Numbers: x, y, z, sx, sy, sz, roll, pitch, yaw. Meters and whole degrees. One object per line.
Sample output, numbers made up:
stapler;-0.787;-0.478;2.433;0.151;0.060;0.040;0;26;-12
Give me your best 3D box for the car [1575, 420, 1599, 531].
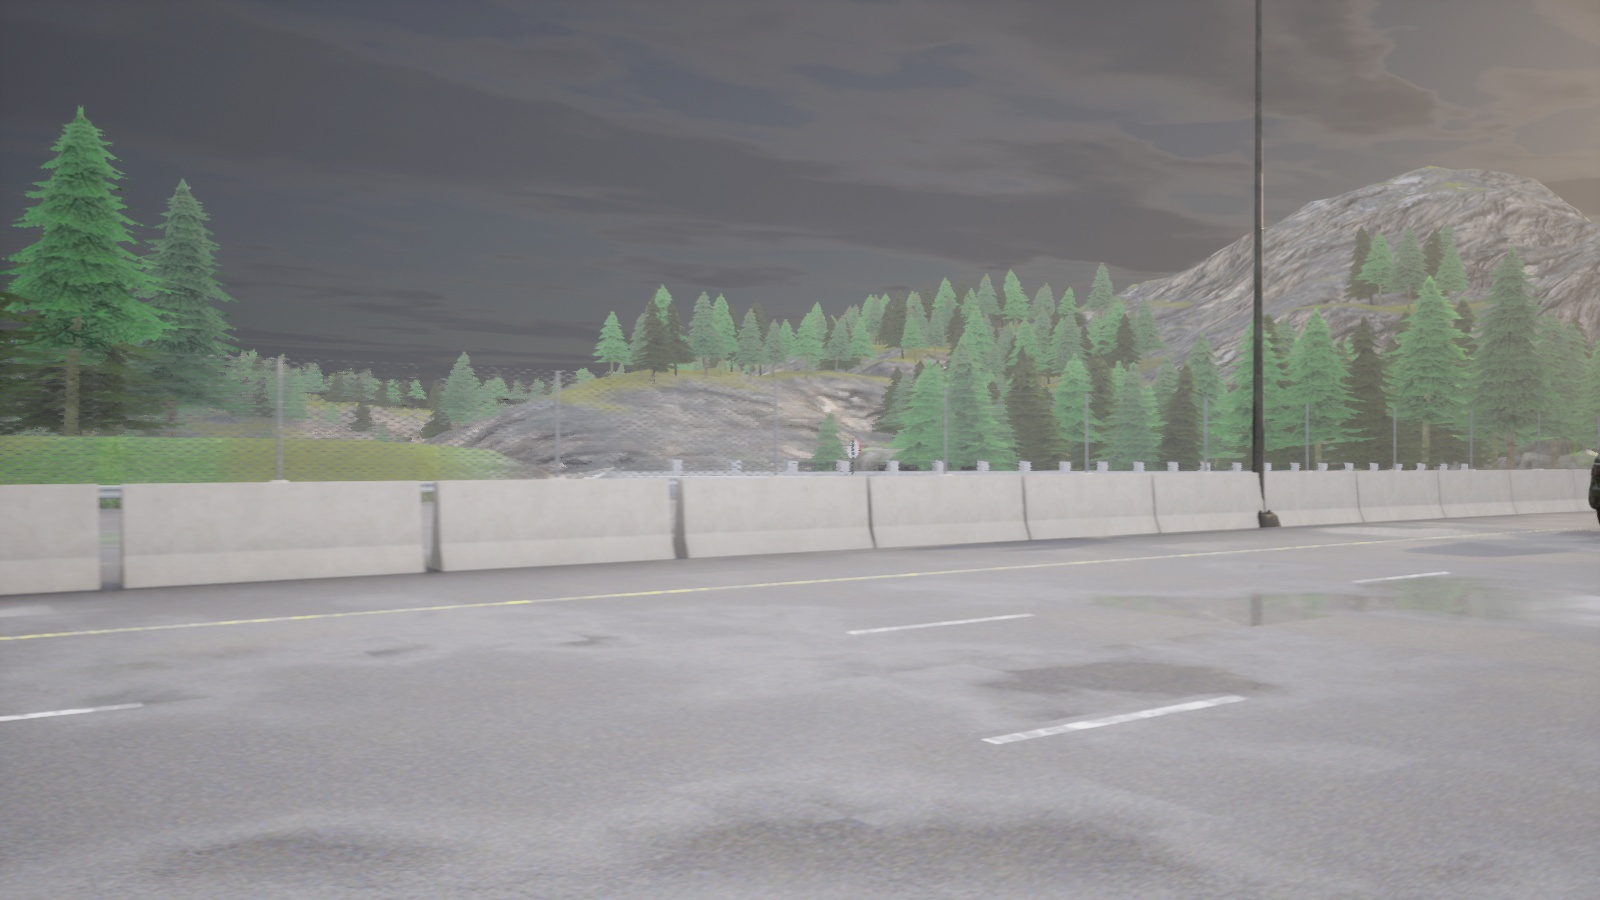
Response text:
car;17.503;0.473;24.375;5.566;2.045;2.150;0;0;-35
